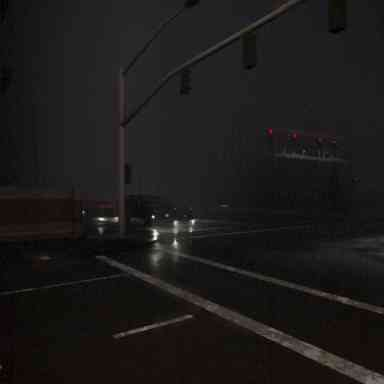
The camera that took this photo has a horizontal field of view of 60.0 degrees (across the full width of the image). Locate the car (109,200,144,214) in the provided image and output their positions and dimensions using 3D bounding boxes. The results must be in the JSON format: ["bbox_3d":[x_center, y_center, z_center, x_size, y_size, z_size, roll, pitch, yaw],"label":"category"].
[{"bbox_3d":[-7.114,1.606,35.914,1.895,1.301,4.718,0,0,-36],"label":"car"}]

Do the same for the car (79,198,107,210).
[{"bbox_3d":[-13.318,1.553,44.565,2.033,1.411,5.357,0,0,-36],"label":"car"}]

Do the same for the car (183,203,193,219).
[{"bbox_3d":[-1.871,1.358,28.615,2.097,1.767,4.553,0,0,-36],"label":"car"}]

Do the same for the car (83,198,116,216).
[{"bbox_3d":[-9.048,1.482,32.608,1.882,1.535,5.008,0,0,-36],"label":"car"}]

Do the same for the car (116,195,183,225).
[{"bbox_3d":[-3.287,1.226,24.583,2.150,2.045,5.566,0,0,-36],"label":"car"}]
